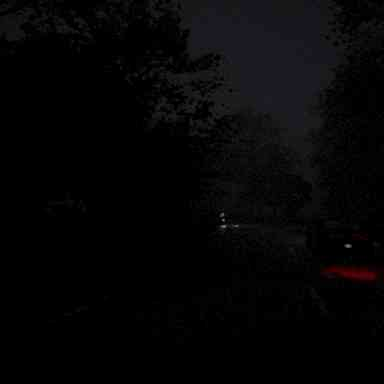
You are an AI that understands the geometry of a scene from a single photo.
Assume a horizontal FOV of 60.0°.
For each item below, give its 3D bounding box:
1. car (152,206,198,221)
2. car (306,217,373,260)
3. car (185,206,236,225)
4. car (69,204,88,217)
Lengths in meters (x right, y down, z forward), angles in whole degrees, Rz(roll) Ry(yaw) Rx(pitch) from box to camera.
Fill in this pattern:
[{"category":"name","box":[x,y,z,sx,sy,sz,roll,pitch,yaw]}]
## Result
[{"category":"car","box":[-1.956,2.379,38.154,5.008,1.535,1.882,0,-2,23]},{"category":"car","box":[6.112,1.828,14.268,1.882,1.535,5.008,0,-1,12]},{"category":"car","box":[1.929,2.067,31.285,2.097,1.767,4.553,3,-3,-44]},{"category":"car","box":[-15.049,2.265,41.477,5.008,1.535,1.882,0,-2,19]}]
